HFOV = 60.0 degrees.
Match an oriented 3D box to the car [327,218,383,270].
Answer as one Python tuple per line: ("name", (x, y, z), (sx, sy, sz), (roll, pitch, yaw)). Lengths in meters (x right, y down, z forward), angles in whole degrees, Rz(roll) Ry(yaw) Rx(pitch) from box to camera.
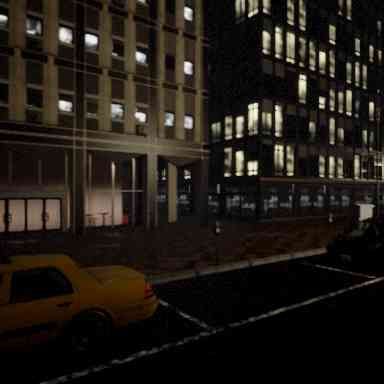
("car", (6.305, 1.560, 11.059), (4.313, 1.339, 1.947), (0, 0, -36))

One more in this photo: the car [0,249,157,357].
("car", (-2.846, 1.525, 4.526), (4.829, 1.417, 1.752), (0, 0, -36))
